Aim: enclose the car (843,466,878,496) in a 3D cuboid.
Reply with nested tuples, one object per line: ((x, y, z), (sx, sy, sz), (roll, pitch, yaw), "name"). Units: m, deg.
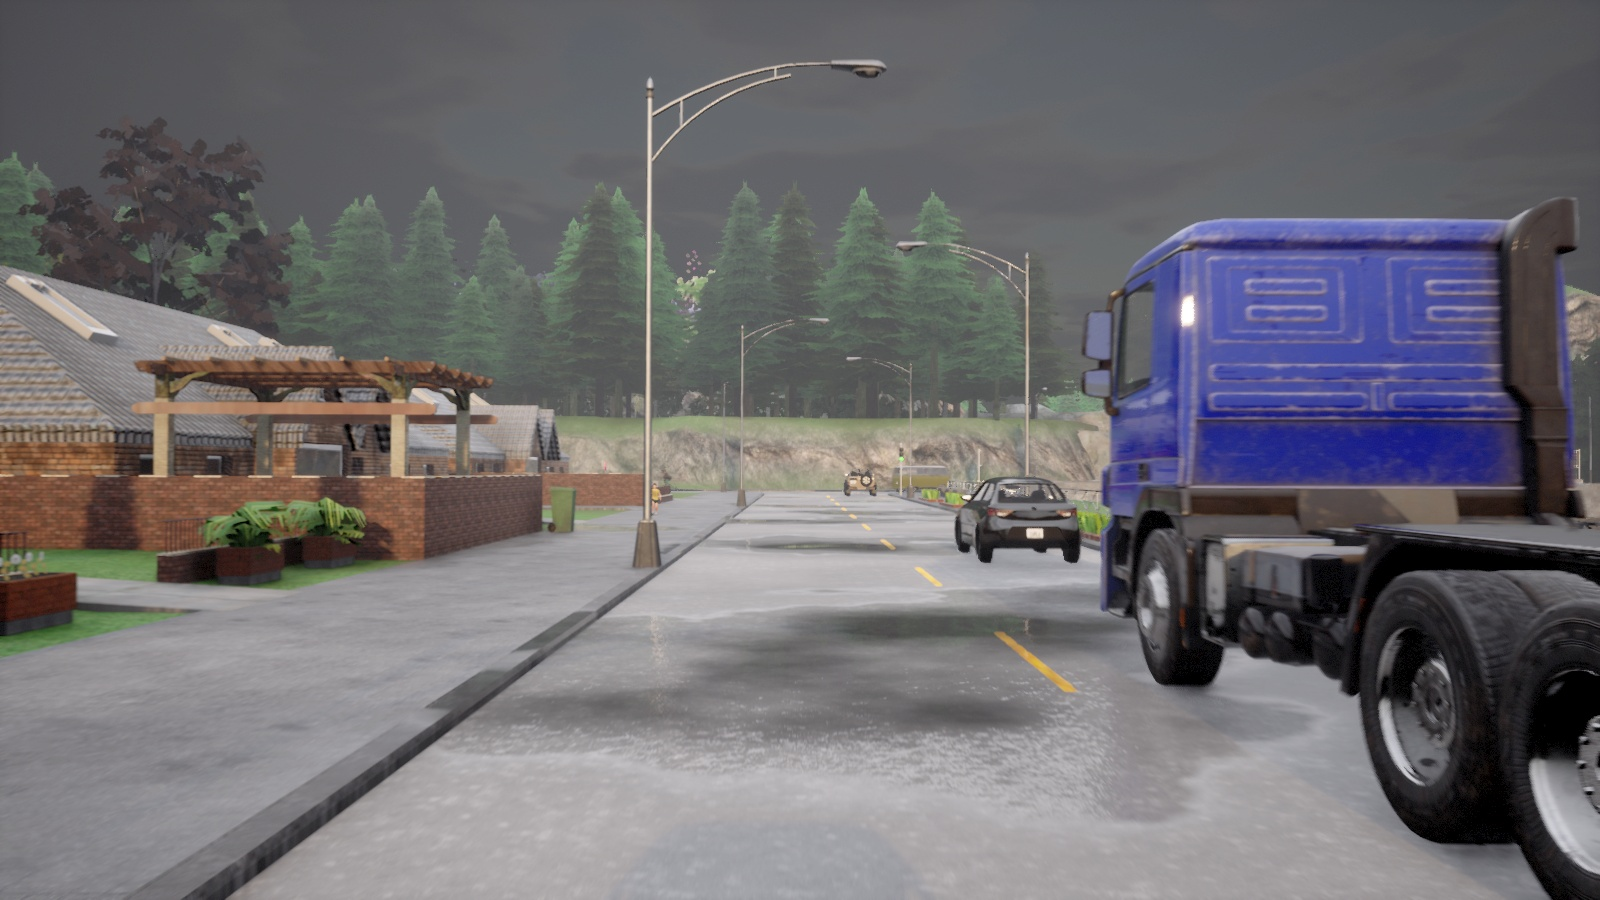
((3.812, 1.952, 79.824), (1.932, 1.855, 4.605), (0, -1, 0), "car")

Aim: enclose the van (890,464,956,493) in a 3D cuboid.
((8.851, 2.040, 90.120), (4.442, 1.987, 1.775), (0, -1, -26), "van")

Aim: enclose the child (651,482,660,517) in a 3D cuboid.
((-4.683, 1.603, 40.583), (0.255, 1.110, 0.394), (0, -1, -2), "child")

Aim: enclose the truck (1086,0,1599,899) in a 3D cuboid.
((3.980, -0.065, 7.064), (2.891, 3.462, 7.936), (0, -1, 0), "truck")

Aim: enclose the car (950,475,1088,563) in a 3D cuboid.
((3.946, 1.202, 23.269), (1.816, 1.474, 4.193), (0, -1, 0), "car")
